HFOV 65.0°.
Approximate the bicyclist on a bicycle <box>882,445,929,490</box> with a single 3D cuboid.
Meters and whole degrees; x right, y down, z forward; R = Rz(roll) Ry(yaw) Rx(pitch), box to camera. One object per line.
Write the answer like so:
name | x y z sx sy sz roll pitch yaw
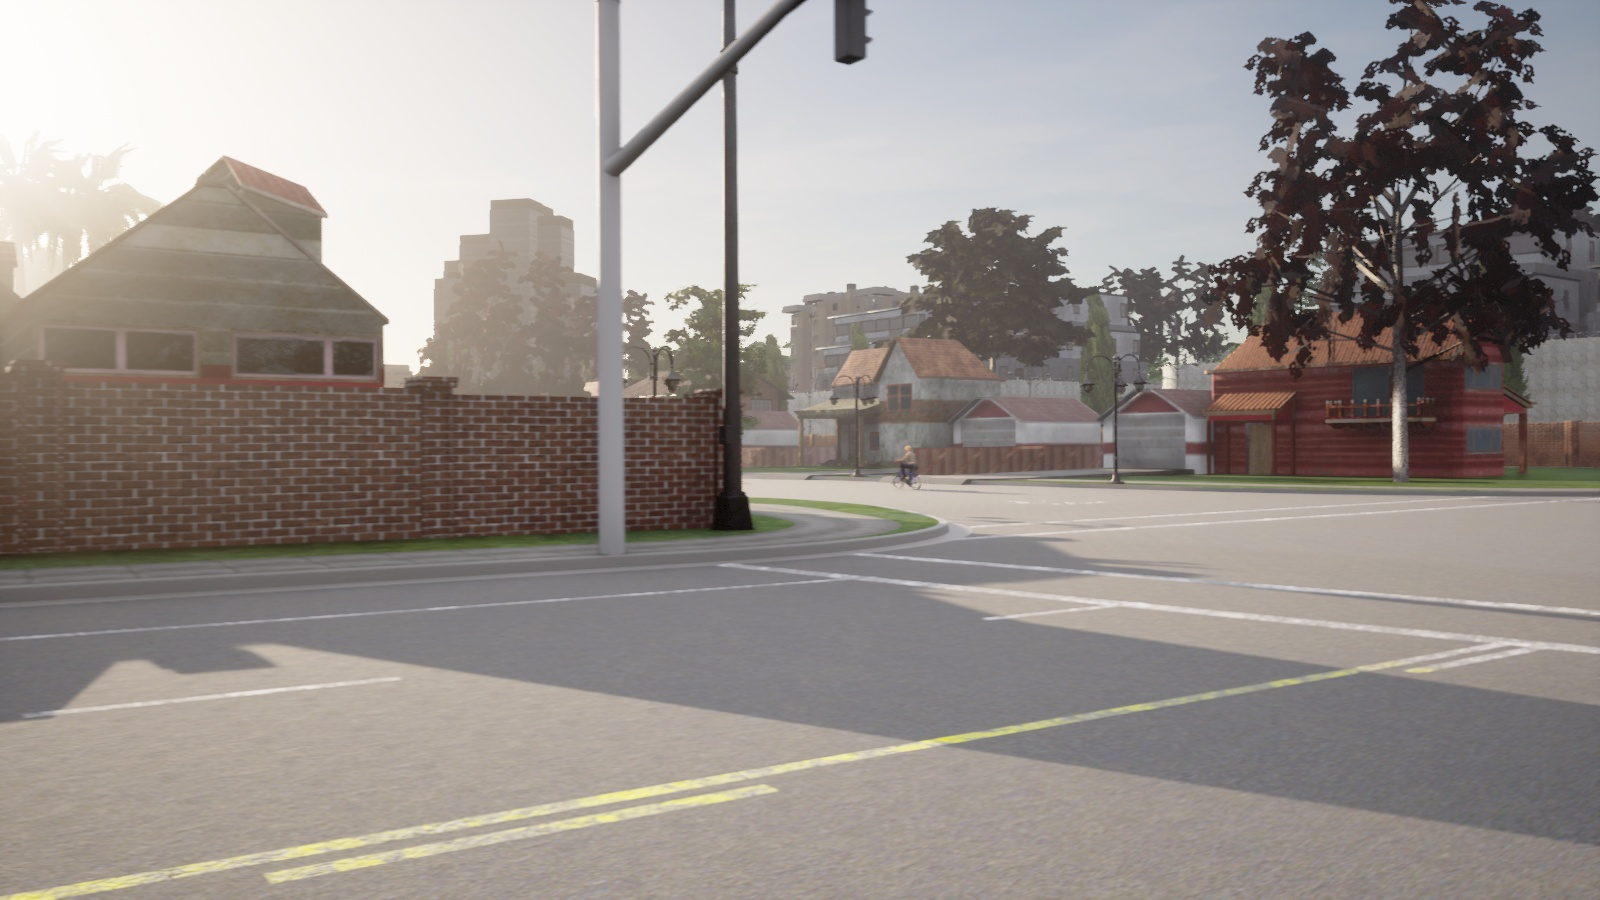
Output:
bicyclist on a bicycle | 3.802 0.625 45.354 0.866 1.612 1.509 -1 0 -36
